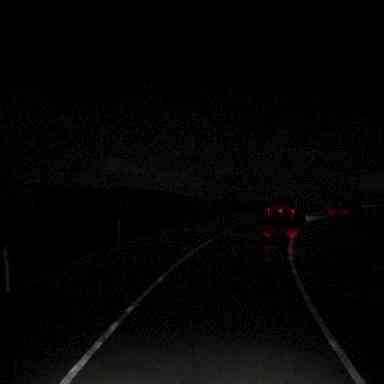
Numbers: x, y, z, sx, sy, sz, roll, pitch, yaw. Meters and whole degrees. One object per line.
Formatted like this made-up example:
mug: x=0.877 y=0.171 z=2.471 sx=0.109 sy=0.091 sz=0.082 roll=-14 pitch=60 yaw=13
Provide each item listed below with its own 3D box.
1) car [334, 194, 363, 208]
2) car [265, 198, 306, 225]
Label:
car: x=17.714 y=0.964 z=37.659 sx=4.674 sy=1.442 sz=1.812 roll=-2 pitch=2 yaw=-43
car: x=6.707 y=1.194 z=23.473 sx=2.097 sy=1.767 sz=4.553 roll=2 pitch=2 yaw=27
